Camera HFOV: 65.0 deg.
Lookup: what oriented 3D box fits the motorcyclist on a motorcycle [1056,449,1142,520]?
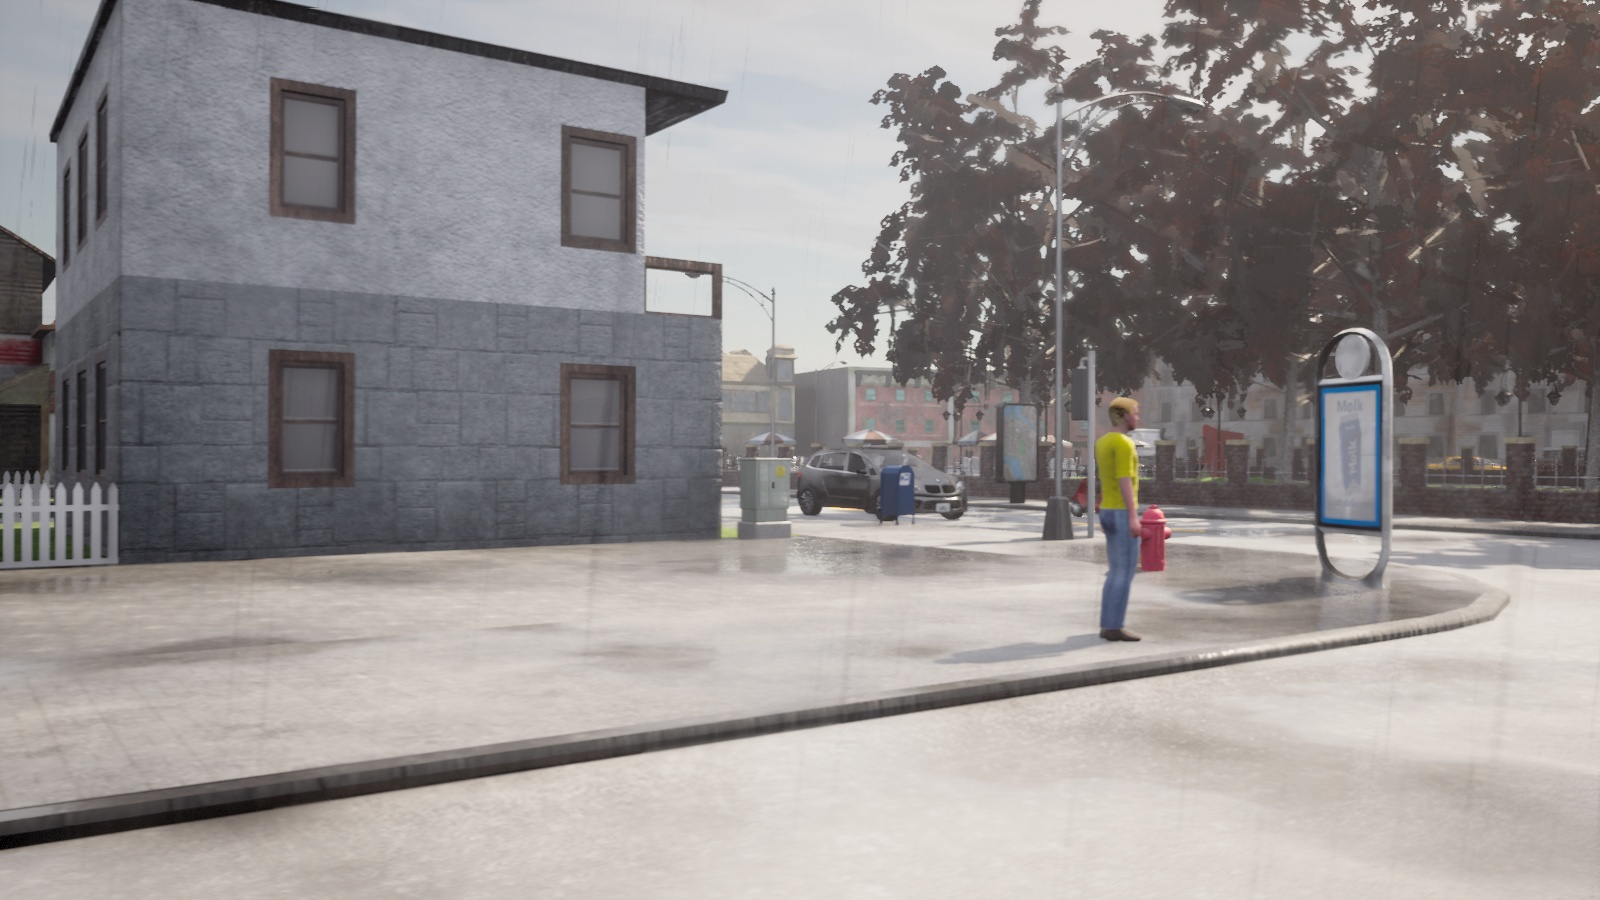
[{"bbox_3d":[6.934,0.785,29.214,0.866,1.590,1.817,0,0,-35],"label":"motorcyclist on a motorcycle"}]

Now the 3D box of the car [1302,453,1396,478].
[{"bbox_3d":[33.634,0.914,77.033,2.128,1.511,4.902,0,0,-35],"label":"car"}]

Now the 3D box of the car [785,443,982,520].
[{"bbox_3d":[1.857,0.682,29.513,2.242,1.667,4.611,0,0,-34],"label":"car"}]

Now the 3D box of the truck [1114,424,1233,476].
[{"bbox_3d":[26.031,0.020,87.896,2.891,3.462,7.936,0,0,-35],"label":"truck"}]

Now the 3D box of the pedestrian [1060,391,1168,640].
[{"bbox_3d":[2.361,0.482,9.465,0.706,1.836,0.354,0,0,-5],"label":"pedestrian"}]

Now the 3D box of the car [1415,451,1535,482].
[{"bbox_3d":[35.868,0.862,66.861,1.801,1.575,5.366,0,0,-35],"label":"car"}]

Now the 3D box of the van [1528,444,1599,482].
[{"bbox_3d":[41.166,0.669,66.266,1.775,1.987,4.442,0,0,-35],"label":"van"}]
